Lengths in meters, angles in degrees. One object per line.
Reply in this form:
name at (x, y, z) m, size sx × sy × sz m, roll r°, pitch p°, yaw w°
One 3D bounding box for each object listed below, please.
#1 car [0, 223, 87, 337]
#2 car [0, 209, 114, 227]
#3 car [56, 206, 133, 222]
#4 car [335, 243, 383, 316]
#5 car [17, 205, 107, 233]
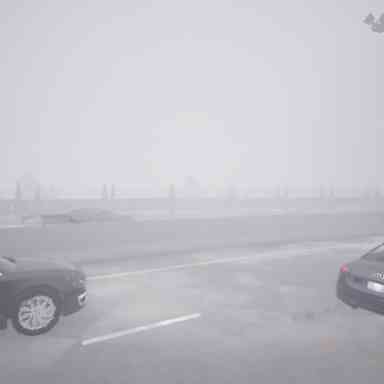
car at (-4.095, 1.470, 4.981) m, size 4.892 × 1.490 × 1.837 m, roll 0°, pitch 0°, yaw -36°
car at (-5.667, 1.531, 12.650) m, size 4.718 × 1.301 × 1.895 m, roll 0°, pitch 0°, yaw -33°
car at (-5.610, 1.460, 16.885) m, size 5.357 × 1.411 × 2.033 m, roll 0°, pitch 0°, yaw -32°
car at (4.807, 1.550, 6.523) m, size 4.181 × 1.385 × 1.994 m, roll 0°, pitch 0°, yaw -30°
car at (-7.634, 1.496, 19.699) m, size 4.718 × 1.301 × 1.895 m, roll 0°, pitch 0°, yaw -32°
